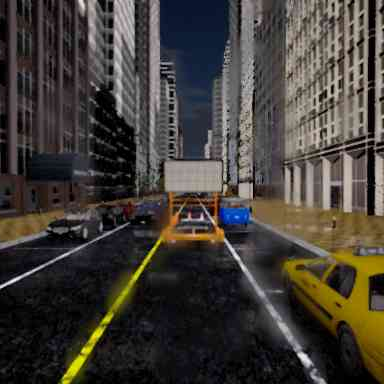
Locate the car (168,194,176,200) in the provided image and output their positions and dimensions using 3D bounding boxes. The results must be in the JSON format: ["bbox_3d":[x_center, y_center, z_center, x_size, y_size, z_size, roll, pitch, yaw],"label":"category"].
[{"bbox_3d":[-5.466,1.321,90.201,1.752,1.417,4.829,-1,0,0],"label":"car"}]

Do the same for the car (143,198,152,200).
[{"bbox_3d":[-5.613,1.475,33.534,2.008,1.369,4.403,-1,0,0],"label":"car"}]

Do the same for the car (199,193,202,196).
[{"bbox_3d":[2.898,1.125,84.665,2.192,1.841,5.009,-1,0,0],"label":"car"}]

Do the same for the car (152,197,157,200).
[{"bbox_3d":[-5.597,1.494,39.218,1.802,1.307,4.206,-1,0,0],"label":"car"}]

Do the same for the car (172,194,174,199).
[{"bbox_3d":[-5.509,1.417,73.319,1.802,1.307,4.206,-1,0,0],"label":"car"}]

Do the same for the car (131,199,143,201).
[{"bbox_3d":[-5.627,1.482,27.851,1.887,1.381,4.507,-1,0,0],"label":"car"}]

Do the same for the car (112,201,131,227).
[{"bbox_3d":[-5.642,1.515,22.167,1.947,1.339,4.313,-1,0,0],"label":"car"}]

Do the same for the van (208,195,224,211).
[{"bbox_3d":[2.781,1.254,39.196,1.690,1.788,3.998,-1,0,0],"label":"van"}]

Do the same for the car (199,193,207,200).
[{"bbox_3d":[2.913,1.112,90.349,2.192,1.841,5.009,-1,0,0],"label":"car"}]

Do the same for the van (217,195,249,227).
[{"bbox_3d":[2.737,1.292,22.145,1.690,1.788,3.998,-1,0,0],"label":"van"}]

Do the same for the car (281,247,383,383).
[{"bbox_3d":[2.695,1.514,5.264,1.752,1.417,4.829,-1,0,0],"label":"car"}]

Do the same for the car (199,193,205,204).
[{"bbox_3d":[2.842,1.413,61.930,2.008,1.369,4.403,-1,0,0],"label":"car"}]

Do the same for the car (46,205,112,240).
[{"bbox_3d":[-5.657,1.513,16.484,2.008,1.369,4.403,-1,0,0],"label":"car"}]

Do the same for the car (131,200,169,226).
[{"bbox_3d":[-3.042,1.495,23.352,2.033,1.411,5.357,0,0,0],"label":"car"}]

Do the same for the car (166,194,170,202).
[{"bbox_3d":[-5.539,1.411,61.952,2.008,1.369,4.403,-1,0,0],"label":"car"}]

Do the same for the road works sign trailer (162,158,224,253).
[{"bbox_3d":[0.063,0.434,13.525,2.380,3.560,2.880,0,0,1],"label":"road works sign trailer"}]

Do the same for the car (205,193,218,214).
[{"bbox_3d":[2.766,1.241,33.512,2.192,1.841,5.009,-1,0,0],"label":"car"}]

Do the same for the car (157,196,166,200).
[{"bbox_3d":[-5.568,1.437,50.585,2.008,1.369,4.403,-1,0,0],"label":"car"}]
